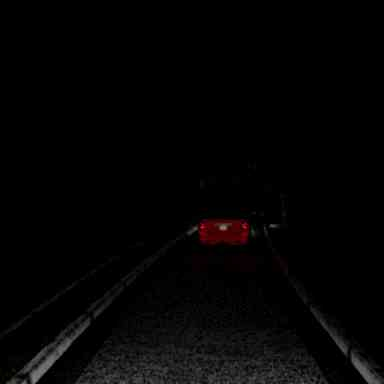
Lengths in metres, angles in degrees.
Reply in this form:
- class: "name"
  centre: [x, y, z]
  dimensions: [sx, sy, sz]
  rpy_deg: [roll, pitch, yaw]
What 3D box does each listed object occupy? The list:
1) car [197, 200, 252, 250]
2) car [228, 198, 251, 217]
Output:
- class: "car"
  centre: [1.501, 1.353, 14.530]
  dimensions: [2.097, 1.767, 4.553]
  rpy_deg: [-1, 0, 9]
- class: "car"
  centre: [4.605, 1.447, 31.564]
  dimensions: [1.882, 1.535, 5.008]
  rpy_deg: [-1, 0, 11]
